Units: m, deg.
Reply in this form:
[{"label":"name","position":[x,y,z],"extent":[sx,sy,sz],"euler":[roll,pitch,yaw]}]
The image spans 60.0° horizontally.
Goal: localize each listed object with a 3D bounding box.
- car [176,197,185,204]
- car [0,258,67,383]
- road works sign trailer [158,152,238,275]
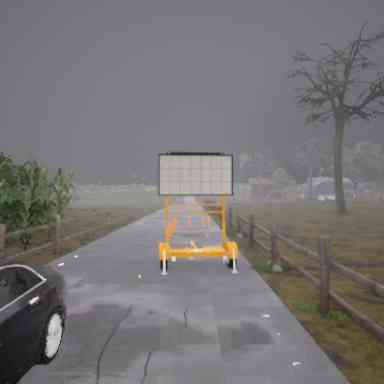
[{"label":"car","position":[-2.803,2.088,81.054],"extent":[2.097,1.767,4.553],"euler":[0,-1,0]},{"label":"car","position":[-2.753,1.519,3.071],"extent":[1.837,1.490,4.892],"euler":[0,0,0]},{"label":"road works sign trailer","position":[0.104,0.524,10.774],"extent":[2.380,3.560,2.880],"euler":[0,0,-5]}]
